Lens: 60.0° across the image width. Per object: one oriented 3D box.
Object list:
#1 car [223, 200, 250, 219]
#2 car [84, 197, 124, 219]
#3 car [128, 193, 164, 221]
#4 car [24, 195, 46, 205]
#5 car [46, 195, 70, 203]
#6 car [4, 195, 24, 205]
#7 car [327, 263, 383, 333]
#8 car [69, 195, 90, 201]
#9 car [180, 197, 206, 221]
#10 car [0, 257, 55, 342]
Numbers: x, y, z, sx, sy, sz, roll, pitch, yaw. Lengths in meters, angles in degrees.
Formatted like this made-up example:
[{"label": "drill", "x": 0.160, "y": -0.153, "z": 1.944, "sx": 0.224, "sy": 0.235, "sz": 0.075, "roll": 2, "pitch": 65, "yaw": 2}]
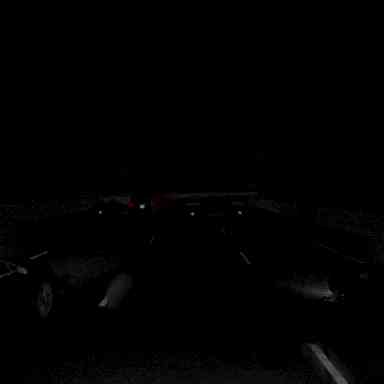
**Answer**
[{"label": "car", "x": 3.592, "y": 1.355, "z": 27.298, "sx": 1.812, "sy": 1.442, "sz": 4.674, "roll": 0, "pitch": 0, "yaw": 0}, {"label": "car", "x": -6.909, "y": 1.320, "z": 27.567, "sx": 2.128, "sy": 1.511, "sz": 4.902, "roll": 0, "pitch": 0, "yaw": 0}, {"label": "car", "x": -3.408, "y": 1.066, "z": 25.405, "sx": 2.150, "sy": 2.045, "sz": 5.566, "roll": 0, "pitch": 1, "yaw": 0}, {"label": "car", "x": -23.593, "y": 1.169, "z": 52.370, "sx": 2.128, "sy": 1.511, "sz": 4.902, "roll": 0, "pitch": 0, "yaw": 5}, {"label": "car", "x": -20.109, "y": 1.171, "z": 52.043, "sx": 2.128, "sy": 1.511, "sz": 4.902, "roll": 0, "pitch": 0, "yaw": 5}, {"label": "car", "x": -27.155, "y": 1.204, "z": 51.798, "sx": 1.812, "sy": 1.442, "sz": 4.674, "roll": 0, "pitch": 0, "yaw": 5}, {"label": "car", "x": 3.600, "y": 1.520, "z": 4.126, "sx": 2.033, "sy": 1.411, "sz": 5.357, "roll": 0, "pitch": 0, "yaw": 0}, {"label": "car", "x": -16.652, "y": 1.246, "z": 51.408, "sx": 1.994, "sy": 1.385, "sz": 4.181, "roll": 0, "pitch": 0, "yaw": 5}, {"label": "car", "x": 0.090, "y": 1.366, "z": 25.721, "sx": 1.812, "sy": 1.442, "sz": 4.674, "roll": 0, "pitch": 0, "yaw": 1}, {"label": "car", "x": -3.401, "y": 1.465, "z": 4.156, "sx": 2.128, "sy": 1.511, "sz": 4.902, "roll": 0, "pitch": 0, "yaw": 0}]
